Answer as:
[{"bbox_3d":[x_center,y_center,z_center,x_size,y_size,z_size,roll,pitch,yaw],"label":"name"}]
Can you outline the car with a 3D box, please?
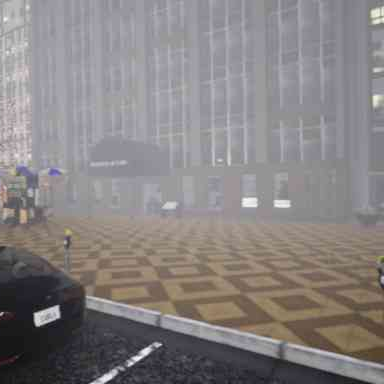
[{"bbox_3d":[-3.499,1.535,5.113,4.313,1.339,1.947,0,1,32],"label":"car"}]
